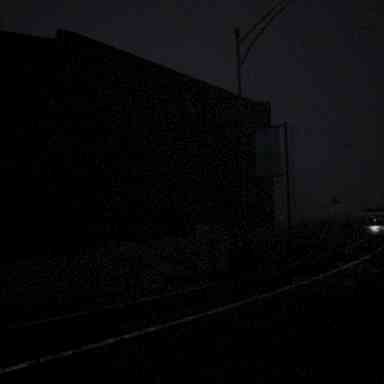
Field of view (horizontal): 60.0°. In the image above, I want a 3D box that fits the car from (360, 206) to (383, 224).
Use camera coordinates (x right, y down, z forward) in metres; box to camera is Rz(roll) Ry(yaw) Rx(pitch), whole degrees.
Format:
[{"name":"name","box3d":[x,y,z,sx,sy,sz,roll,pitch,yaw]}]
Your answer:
[{"name":"car","box3d":[20.398,2.562,36.873,2.150,2.045,5.566,-2,-3,12]}]
